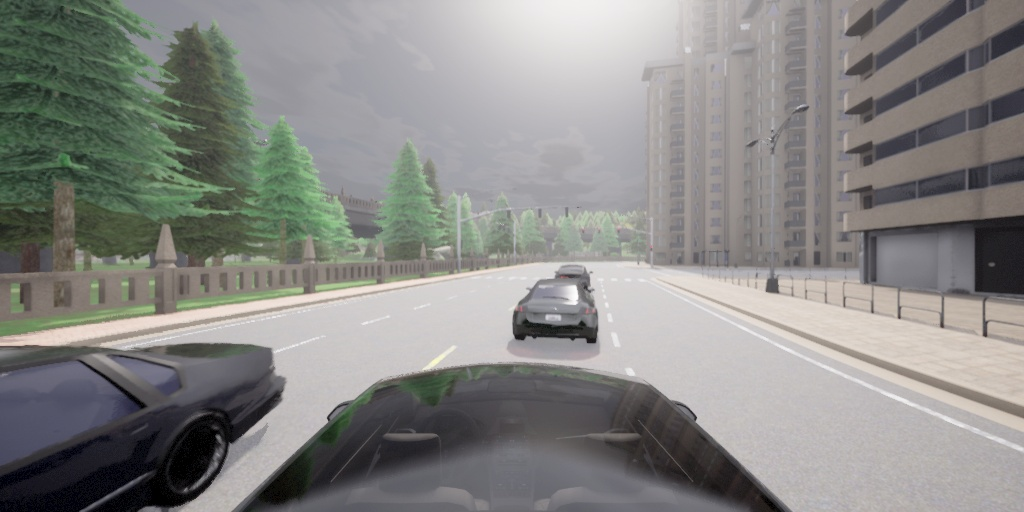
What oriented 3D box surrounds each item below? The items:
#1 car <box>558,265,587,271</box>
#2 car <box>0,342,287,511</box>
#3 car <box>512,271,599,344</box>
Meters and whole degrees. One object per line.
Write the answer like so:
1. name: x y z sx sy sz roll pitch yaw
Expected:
1. car: 3.312 1.204 19.463 1.837 1.490 4.892 0 0 12
2. car: -3.516 1.293 1.655 2.033 1.411 5.357 0 0 2
3. car: 1.269 1.290 9.692 1.994 1.385 4.181 0 0 11
